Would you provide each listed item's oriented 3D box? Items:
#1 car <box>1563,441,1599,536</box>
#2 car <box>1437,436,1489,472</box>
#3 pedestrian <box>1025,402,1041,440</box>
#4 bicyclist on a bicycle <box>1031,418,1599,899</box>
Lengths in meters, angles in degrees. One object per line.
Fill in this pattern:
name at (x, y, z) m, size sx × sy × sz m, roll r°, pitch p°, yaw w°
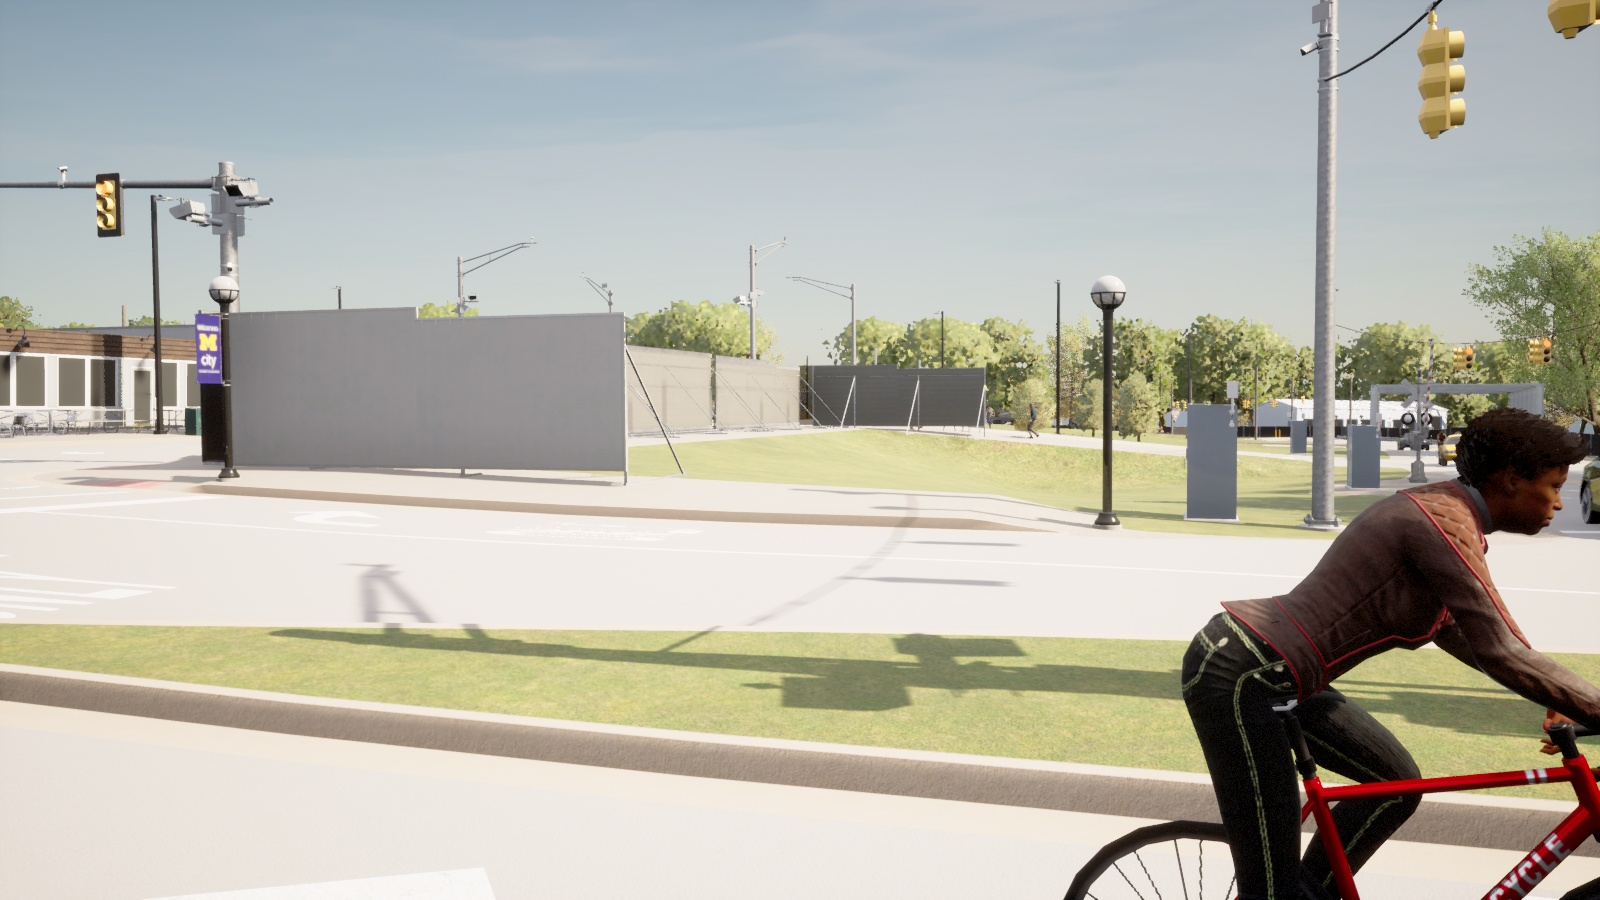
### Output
car at (13.934, 0.627, 20.059) m, size 2.128 × 1.511 × 4.902 m, roll 0°, pitch 1°, yaw 21°
car at (30.533, 0.156, 57.928) m, size 1.801 × 1.575 × 5.366 m, roll 1°, pitch 1°, yaw 24°
pedestrian at (11.161, -1.386, 60.176) m, size 0.726 × 1.842 × 0.402 m, roll 0°, pitch 3°, yaw 9°
bicyclist on a bicycle at (1.377, 0.746, 2.727) m, size 1.656 × 1.620 × 0.582 m, roll 1°, pitch 1°, yaw 18°
